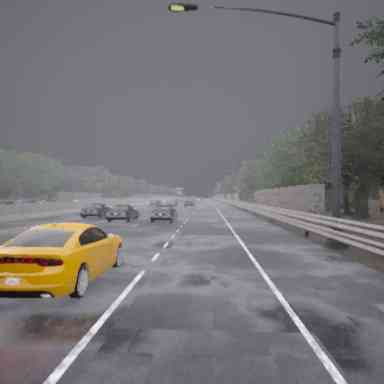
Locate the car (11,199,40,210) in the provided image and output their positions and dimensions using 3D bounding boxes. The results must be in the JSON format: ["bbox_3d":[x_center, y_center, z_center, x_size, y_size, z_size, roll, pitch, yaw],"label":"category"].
[{"bbox_3d":[-25.751,1.885,51.668,1.837,1.490,4.892,0,-1,3],"label":"car"}]

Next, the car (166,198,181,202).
[{"bbox_3d":[-3.962,2.307,68.000,1.994,1.385,4.181,0,-1,3],"label":"car"}]

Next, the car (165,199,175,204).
[{"bbox_3d":[-6.247,2.657,94.088,2.128,1.511,4.902,0,-1,3],"label":"car"}]

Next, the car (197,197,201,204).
[{"bbox_3d":[0.651,2.686,91.736,2.033,1.411,5.357,0,-1,3],"label":"car"}]

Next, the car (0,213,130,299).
[{"bbox_3d":[-3.231,1.546,8.706,1.882,1.535,5.008,0,-1,3],"label":"car"}]

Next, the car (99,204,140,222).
[{"bbox_3d":[-5.818,1.799,28.320,2.033,1.411,5.357,0,-1,3],"label":"car"}]

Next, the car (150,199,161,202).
[{"bbox_3d":[-7.458,2.212,68.175,2.128,1.511,4.902,0,-1,3],"label":"car"}]

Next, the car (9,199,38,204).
[{"bbox_3d":[-19.408,1.823,38.231,1.994,1.385,4.181,0,-1,3],"label":"car"}]

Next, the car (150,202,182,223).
[{"bbox_3d":[-2.322,1.822,28.156,2.033,1.411,5.357,0,-1,3],"label":"car"}]

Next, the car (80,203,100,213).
[{"bbox_3d":[-9.138,1.816,32.227,2.033,1.411,5.357,0,-1,3],"label":"car"}]

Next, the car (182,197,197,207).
[{"bbox_3d":[-0.465,2.272,67.844,1.837,1.490,4.892,0,-1,3],"label":"car"}]
